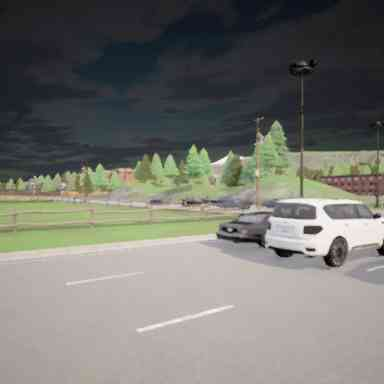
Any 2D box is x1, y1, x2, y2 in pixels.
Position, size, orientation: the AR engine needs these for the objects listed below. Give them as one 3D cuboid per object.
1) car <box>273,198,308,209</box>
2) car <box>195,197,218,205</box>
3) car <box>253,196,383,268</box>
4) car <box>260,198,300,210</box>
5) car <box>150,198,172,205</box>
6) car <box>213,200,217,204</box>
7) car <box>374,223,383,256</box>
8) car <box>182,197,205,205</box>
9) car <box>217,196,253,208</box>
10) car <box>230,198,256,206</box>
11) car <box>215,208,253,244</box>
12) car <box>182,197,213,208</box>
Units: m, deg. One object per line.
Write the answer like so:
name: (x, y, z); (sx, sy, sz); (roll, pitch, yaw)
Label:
car: (14.502, 1.627, 49.268); (1.837, 1.490, 4.892); (0, 0, -36)
car: (2.845, 1.722, 65.381); (1.895, 1.301, 4.718); (0, 0, -36)
car: (4.972, 1.254, 11.636); (5.566, 2.045, 2.150); (0, 0, -36)
car: (12.229, 1.659, 46.440); (2.033, 1.411, 5.357); (0, 0, -36)
car: (-5.439, 1.689, 58.817); (1.895, 1.301, 4.718); (0, 0, -36)
car: (6.212, 1.463, 54.703); (2.097, 1.767, 4.553); (0, 0, -36)
car: (7.358, 1.581, 9.048); (5.357, 1.411, 2.033); (0, 0, -36)
car: (0.253, 1.711, 62.970); (1.895, 1.301, 4.718); (0, 0, -36)
car: (5.711, 1.653, 43.495); (1.994, 1.385, 4.181); (0, 0, -36)
car: (8.705, 1.685, 57.246); (1.994, 1.385, 4.181); (0, 0, -36)
car: (3.545, 1.582, 14.929); (5.357, 1.411, 2.033); (0, 0, -36)
car: (0.457, 1.567, 50.694); (1.882, 1.535, 5.008); (0, 0, -36)
